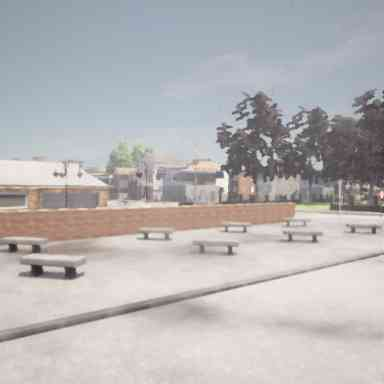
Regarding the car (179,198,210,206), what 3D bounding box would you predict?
[{"bbox_3d":[0.289,1.570,44.643,2.033,1.411,5.357,0,0,-35],"label":"car"}]
